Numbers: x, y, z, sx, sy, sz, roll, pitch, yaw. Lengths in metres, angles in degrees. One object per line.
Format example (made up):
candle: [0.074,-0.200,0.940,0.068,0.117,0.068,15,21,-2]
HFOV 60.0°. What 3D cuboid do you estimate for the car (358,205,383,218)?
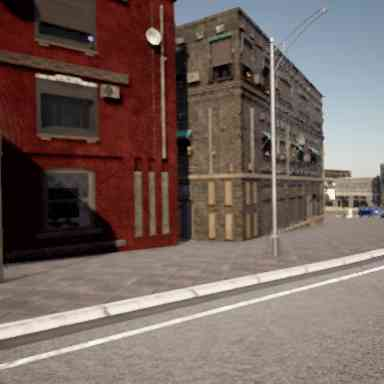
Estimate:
car: [28.923,3.179,53.681,2.150,2.045,5.566,-1,-4,2]
